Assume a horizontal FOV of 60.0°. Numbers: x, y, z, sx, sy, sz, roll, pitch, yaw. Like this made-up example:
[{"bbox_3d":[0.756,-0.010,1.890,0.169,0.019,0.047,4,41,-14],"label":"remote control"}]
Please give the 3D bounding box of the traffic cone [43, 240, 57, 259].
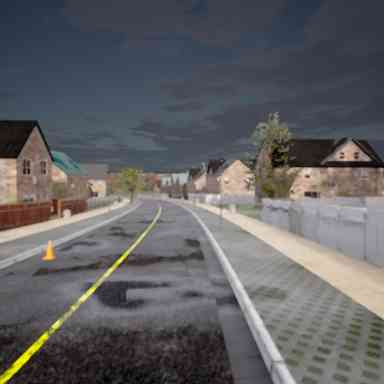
[{"bbox_3d":[-4.797,1.929,11.211,0.340,0.580,0.340,0,0,-1],"label":"traffic cone"}]
